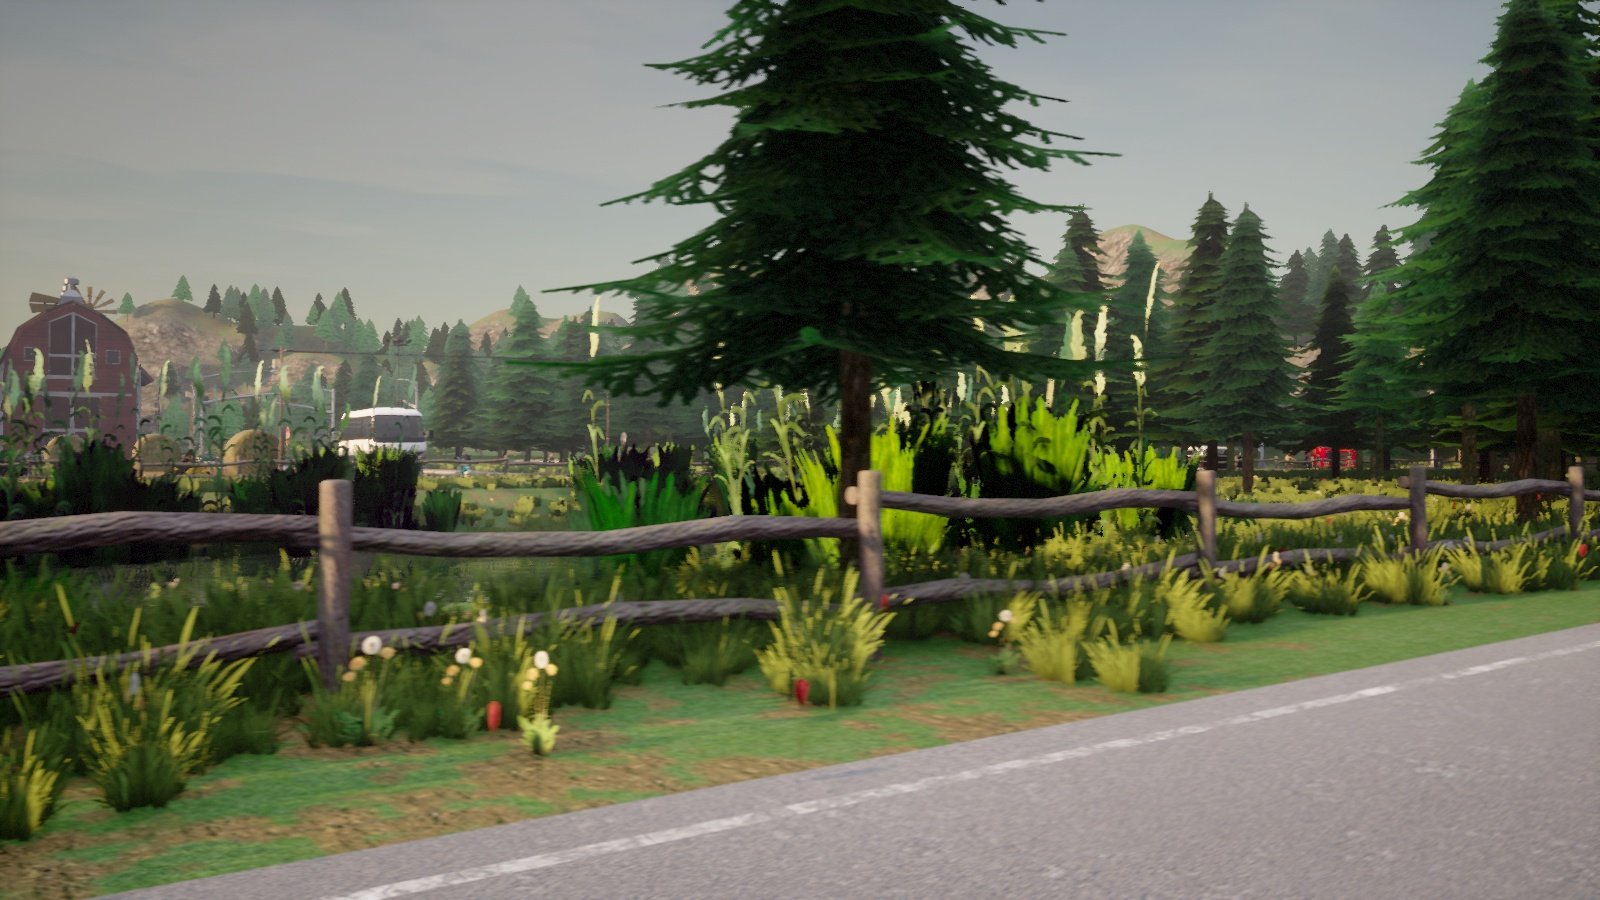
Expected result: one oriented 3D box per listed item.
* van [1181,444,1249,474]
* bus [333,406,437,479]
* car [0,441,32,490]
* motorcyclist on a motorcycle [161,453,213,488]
[{"bbox_3d":[28.941,0.602,87.592,4.480,2.038,2.069,0,0,-30],"label":"van"},{"bbox_3d":[-26.205,-0.368,78.875,3.944,4.253,10.273,0,-1,-31],"label":"bus"},{"bbox_3d":[-35.050,0.641,51.871,5.566,2.045,2.150,0,0,-28],"label":"car"},{"bbox_3d":[-27.358,0.898,56.051,2.044,1.523,0.797,0,0,-29],"label":"motorcyclist on a motorcycle"}]
